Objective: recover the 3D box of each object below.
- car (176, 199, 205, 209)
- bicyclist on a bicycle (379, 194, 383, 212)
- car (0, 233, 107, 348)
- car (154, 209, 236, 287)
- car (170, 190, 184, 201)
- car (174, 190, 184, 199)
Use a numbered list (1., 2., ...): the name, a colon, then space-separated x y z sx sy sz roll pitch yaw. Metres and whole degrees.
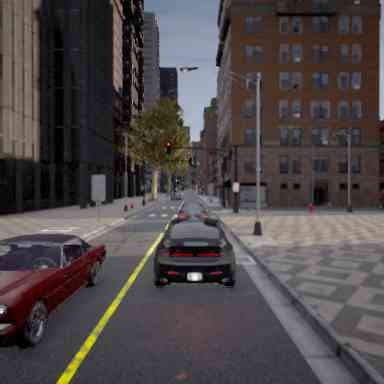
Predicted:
1. car: 0.050 1.382 20.588 2.033 1.411 5.357 0 0 0
2. bicyclist on a bicycle: 17.505 1.044 30.310 0.582 1.620 1.656 0 0 0
3. car: -3.102 1.549 6.297 1.895 1.301 4.718 0 0 0
4. car: 0.072 1.431 9.085 1.837 1.490 4.892 0 0 0
5. car: -3.051 0.835 64.977 2.097 1.767 4.553 0 0 0
6. car: -3.038 0.579 80.269 2.150 2.045 5.566 0 0 0
